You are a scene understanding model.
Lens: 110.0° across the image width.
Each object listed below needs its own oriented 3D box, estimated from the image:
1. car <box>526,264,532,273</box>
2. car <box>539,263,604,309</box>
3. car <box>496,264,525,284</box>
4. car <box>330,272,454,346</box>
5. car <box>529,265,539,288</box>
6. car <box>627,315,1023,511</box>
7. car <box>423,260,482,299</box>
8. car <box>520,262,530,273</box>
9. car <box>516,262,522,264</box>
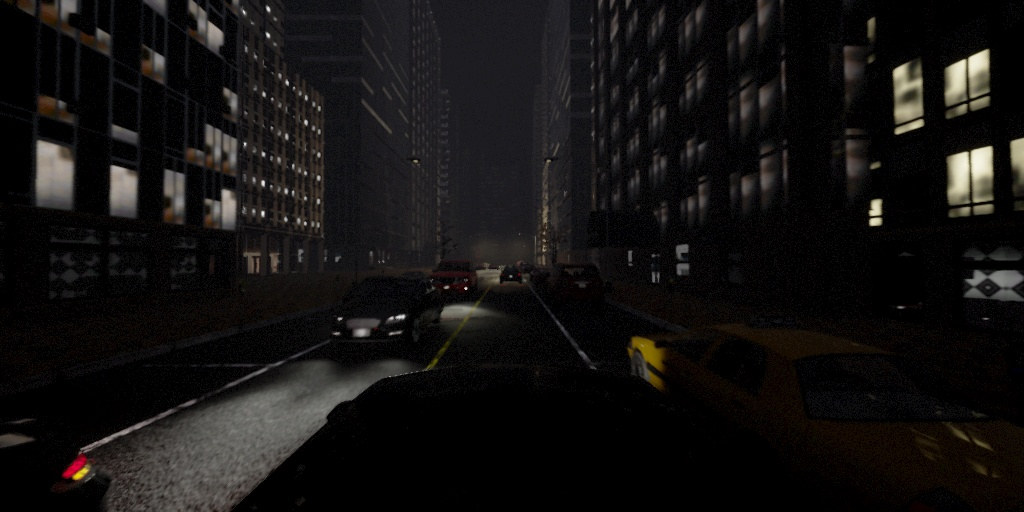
[{"bbox_3d":[2.507,1.714,32.760,1.802,1.307,4.207,0,0,0],"label":"car"},{"bbox_3d":[2.618,1.235,15.837,2.192,1.841,5.009,0,0,0],"label":"car"},{"bbox_3d":[-0.087,1.697,32.020,1.994,1.385,4.181,0,-1,0],"label":"car"},{"bbox_3d":[-3.138,1.358,9.893,2.128,1.511,4.902,0,-1,0],"label":"car"},{"bbox_3d":[2.545,1.607,27.119,1.888,1.381,4.507,0,0,0],"label":"car"},{"bbox_3d":[2.658,1.292,3.889,1.751,1.417,4.829,0,0,0],"label":"car"},{"bbox_3d":[-3.195,1.222,20.500,2.150,2.045,5.566,0,-1,0],"label":"car"},{"bbox_3d":[2.397,1.887,49.683,1.888,1.381,4.507,0,0,0],"label":"car"},{"bbox_3d":[-0.168,1.843,45.104,2.033,1.411,5.357,0,-1,0],"label":"car"}]
